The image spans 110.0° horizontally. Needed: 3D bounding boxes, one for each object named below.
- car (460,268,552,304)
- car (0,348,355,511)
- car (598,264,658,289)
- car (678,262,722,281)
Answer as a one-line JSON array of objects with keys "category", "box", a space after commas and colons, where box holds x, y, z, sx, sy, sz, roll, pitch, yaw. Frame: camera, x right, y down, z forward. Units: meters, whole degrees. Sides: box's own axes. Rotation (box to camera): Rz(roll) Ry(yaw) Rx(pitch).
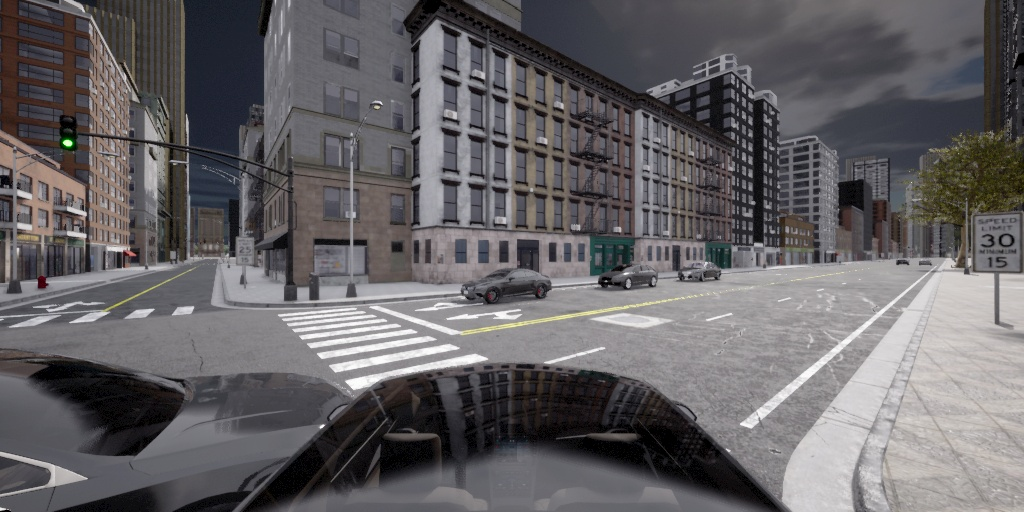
[{"category": "car", "box": [-0.152, 1.286, 16.676, 4.674, 1.442, 1.812, 0, 0, -39]}, {"category": "car", "box": [-3.234, 1.257, 1.683, 4.892, 1.490, 1.837, 0, 0, -35]}, {"category": "car", "box": [7.497, 1.257, 22.953, 4.892, 1.490, 1.837, 0, 0, -39]}, {"category": "car", "box": [15.463, 1.234, 29.477, 4.902, 1.511, 2.128, 0, 0, -39]}]
